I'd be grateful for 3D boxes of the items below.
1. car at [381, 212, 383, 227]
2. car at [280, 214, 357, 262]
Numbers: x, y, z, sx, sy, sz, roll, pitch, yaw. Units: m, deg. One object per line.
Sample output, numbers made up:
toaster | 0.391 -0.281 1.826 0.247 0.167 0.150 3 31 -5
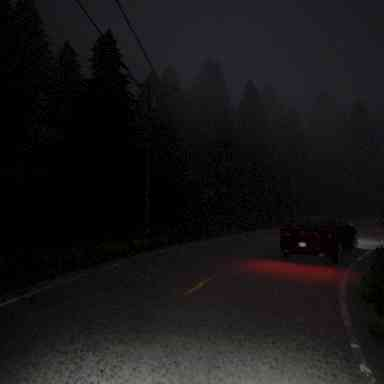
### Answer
car | 15.185 1.741 23.774 4.902 1.511 2.128 1 0 -42
car | 5.002 1.577 12.826 1.882 1.535 5.008 0 0 35
